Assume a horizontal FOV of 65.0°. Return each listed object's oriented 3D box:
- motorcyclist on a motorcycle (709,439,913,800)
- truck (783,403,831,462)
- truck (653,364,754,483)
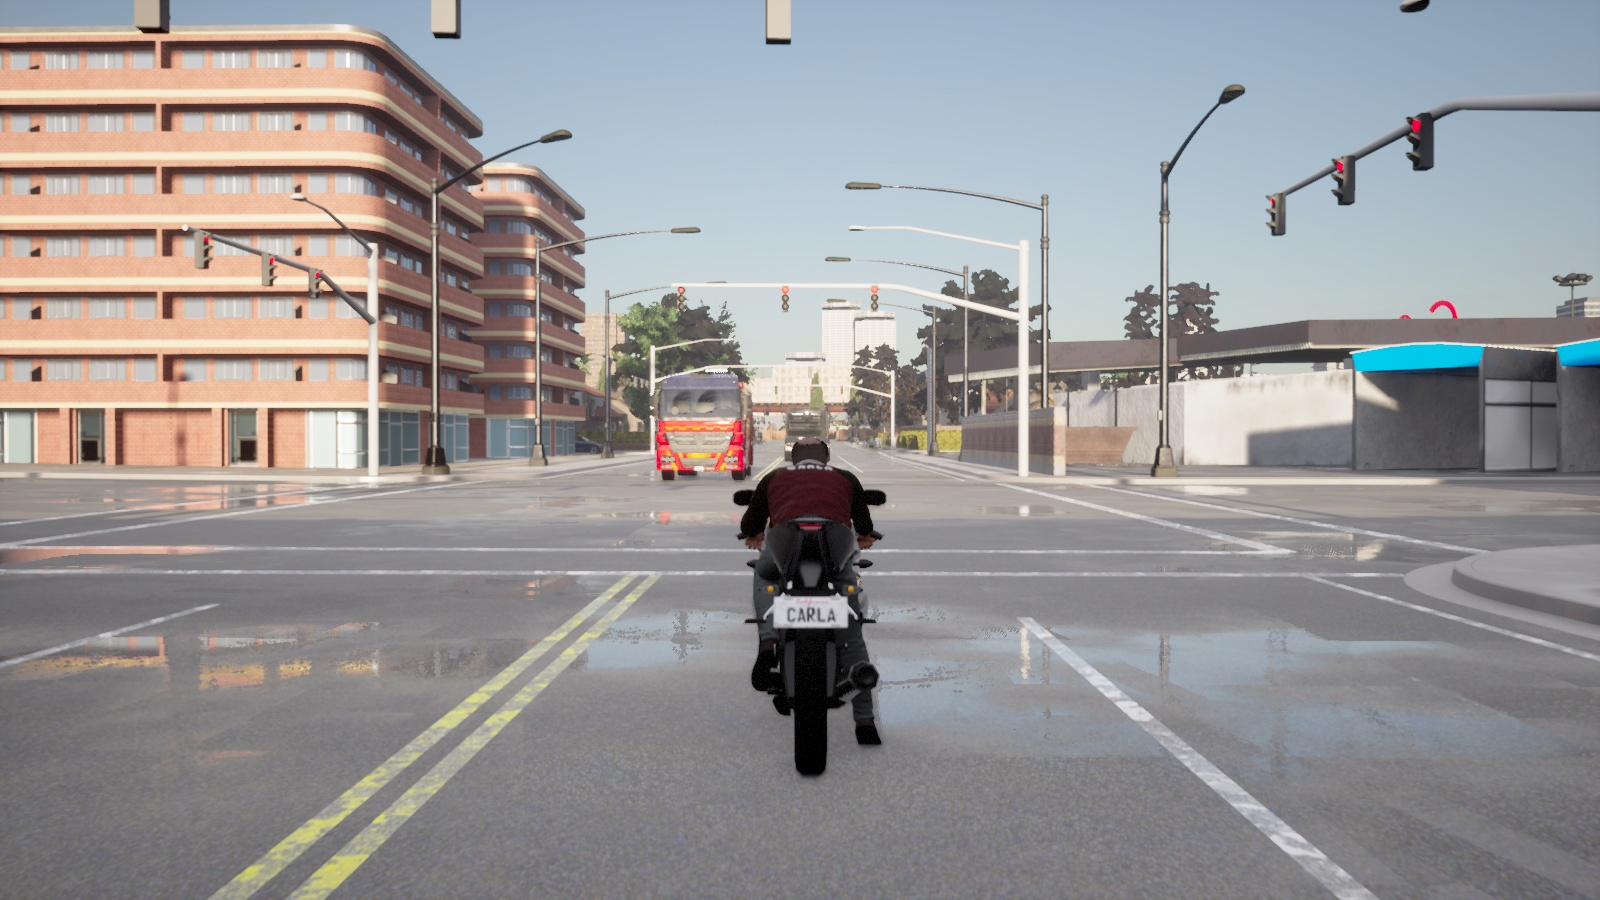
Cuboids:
[{"bbox_3d":[0.050,0.711,6.435,0.866,1.530,2.191,0,1,0],"label":"motorcyclist on a motorcycle"},{"bbox_3d":[0.442,-1.081,78.568,2.891,3.462,7.936,0,1,0],"label":"truck"},{"bbox_3d":[-3.242,-0.901,44.501,2.891,3.827,8.468,0,1,0],"label":"truck"}]
